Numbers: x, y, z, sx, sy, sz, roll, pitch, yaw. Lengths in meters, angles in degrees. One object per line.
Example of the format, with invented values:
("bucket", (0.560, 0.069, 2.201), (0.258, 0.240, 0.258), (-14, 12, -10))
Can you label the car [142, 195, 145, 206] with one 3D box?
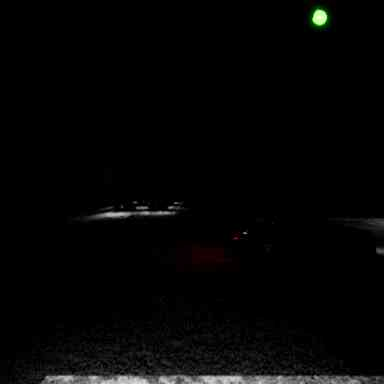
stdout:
("car", (-7.084, 1.113, 45.464), (1.882, 1.535, 5.008), (0, 1, 0))

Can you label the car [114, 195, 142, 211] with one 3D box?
("car", (-7.101, 1.203, 35.947), (2.128, 1.511, 4.902), (0, 0, -2))

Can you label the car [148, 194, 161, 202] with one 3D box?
("car", (-6.993, 1.102, 62.305), (1.895, 1.301, 4.718), (0, 0, 0))

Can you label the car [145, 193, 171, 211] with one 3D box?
("car", (-3.592, 1.216, 36.025), (1.837, 1.490, 4.892), (0, 0, 0))

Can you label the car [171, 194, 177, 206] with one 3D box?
("car", (-3.584, 0.987, 45.438), (2.097, 1.767, 4.553), (0, 1, 0))

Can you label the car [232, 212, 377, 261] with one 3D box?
("car", (3.737, 1.435, 11.395), (4.674, 1.442, 1.812), (0, 0, 3))
